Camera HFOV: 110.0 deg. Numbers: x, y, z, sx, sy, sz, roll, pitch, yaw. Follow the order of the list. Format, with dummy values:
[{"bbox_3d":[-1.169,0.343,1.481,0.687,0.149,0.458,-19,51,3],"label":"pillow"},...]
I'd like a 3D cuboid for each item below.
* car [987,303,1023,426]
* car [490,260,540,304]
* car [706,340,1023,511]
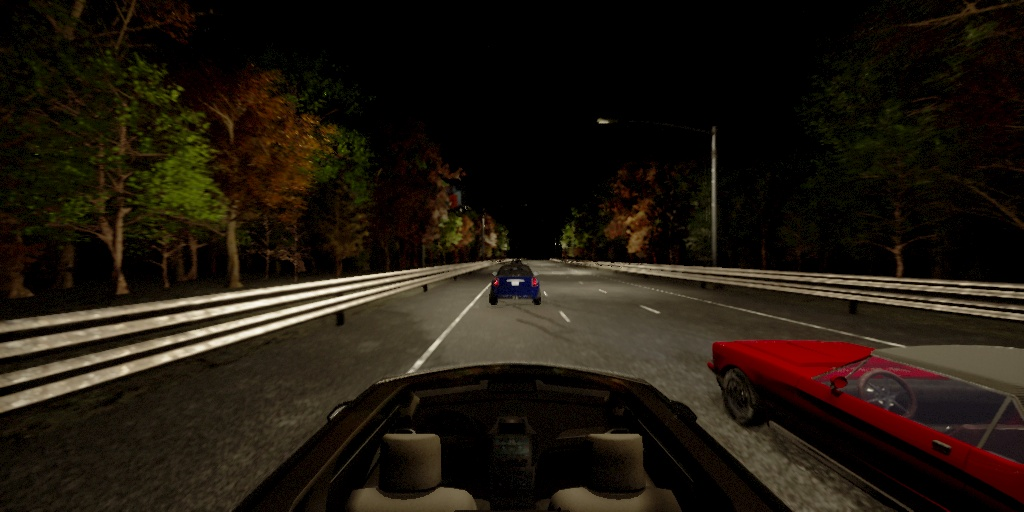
[{"bbox_3d":[7.090,1.305,1.909,2.033,1.411,5.357,0,0,0],"label":"car"},{"bbox_3d":[0.149,1.154,16.815,2.097,1.767,4.553,0,0,0],"label":"car"},{"bbox_3d":[3.591,1.358,2.764,1.895,1.301,4.718,0,0,0],"label":"car"}]
